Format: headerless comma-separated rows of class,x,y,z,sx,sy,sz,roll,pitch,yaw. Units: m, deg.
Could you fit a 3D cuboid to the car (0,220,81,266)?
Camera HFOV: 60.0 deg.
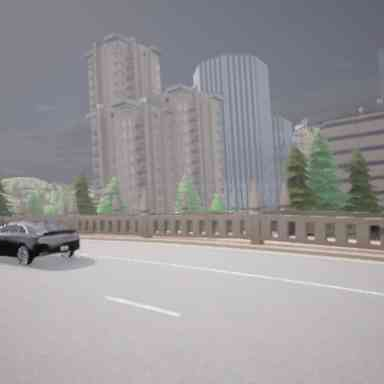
car,-6.352,1.835,12.821,4.902,1.511,2.128,-4,-2,35
